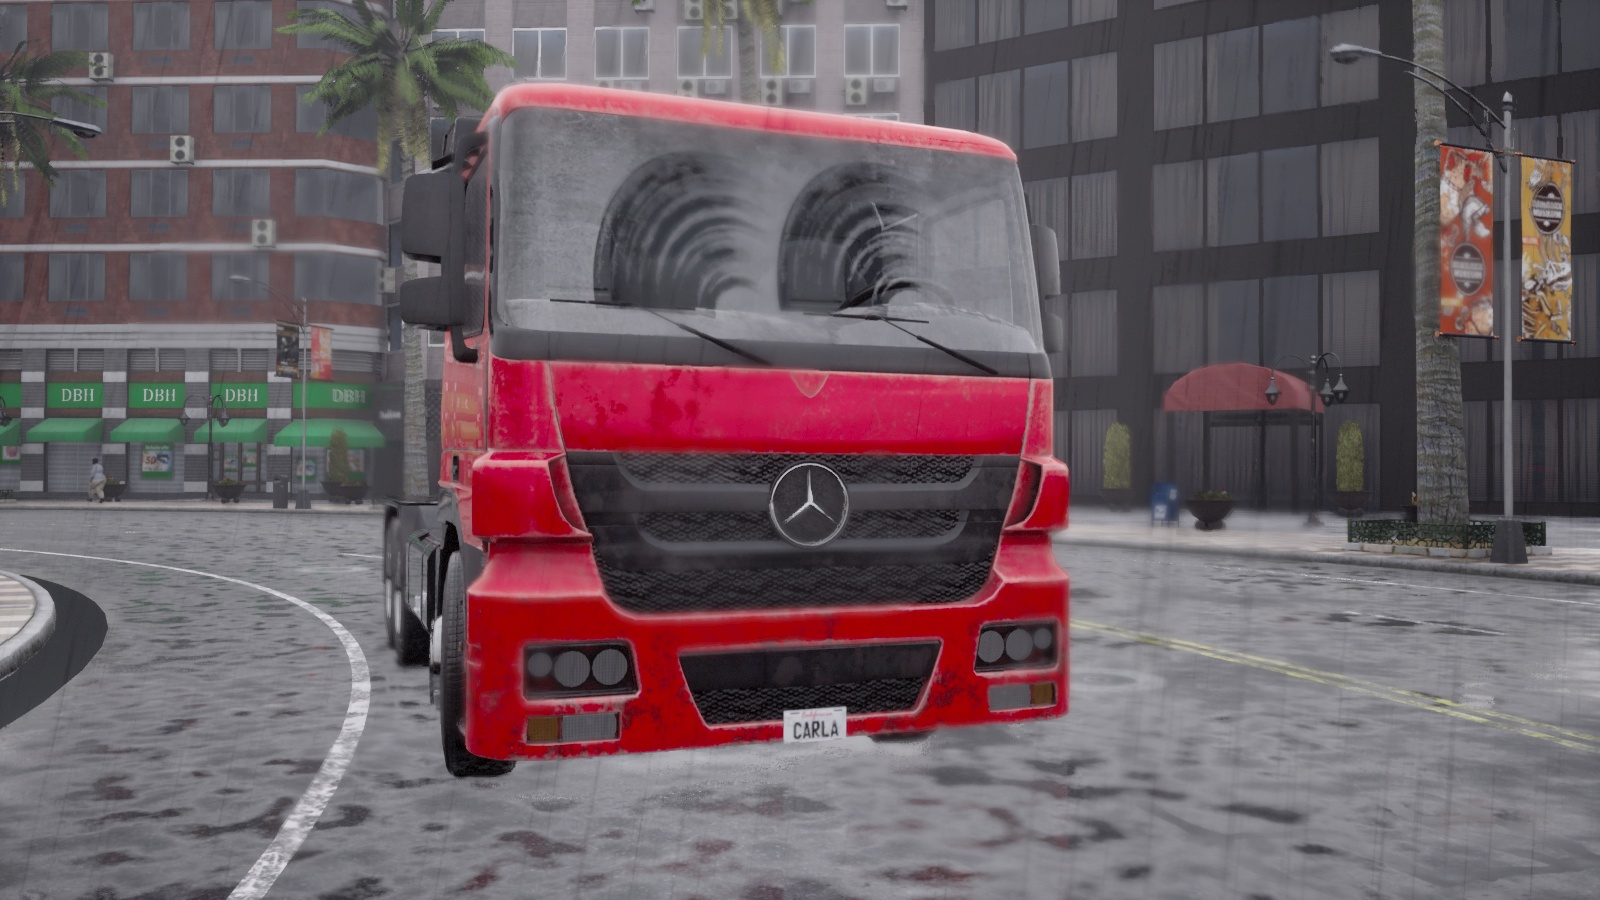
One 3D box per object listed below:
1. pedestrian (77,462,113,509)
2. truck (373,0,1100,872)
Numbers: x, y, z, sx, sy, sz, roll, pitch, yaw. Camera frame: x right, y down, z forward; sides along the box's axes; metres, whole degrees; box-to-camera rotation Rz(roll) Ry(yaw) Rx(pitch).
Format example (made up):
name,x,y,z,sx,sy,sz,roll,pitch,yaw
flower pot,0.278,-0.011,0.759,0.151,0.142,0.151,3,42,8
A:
name,x,y,z,sx,sy,sz,roll,pitch,yaw
pedestrian,-28.196,1.425,50.220,0.900,1.855,0.874,0,-1,14
truck,-1.382,-0.008,9.147,2.891,3.462,7.936,0,-1,-21
